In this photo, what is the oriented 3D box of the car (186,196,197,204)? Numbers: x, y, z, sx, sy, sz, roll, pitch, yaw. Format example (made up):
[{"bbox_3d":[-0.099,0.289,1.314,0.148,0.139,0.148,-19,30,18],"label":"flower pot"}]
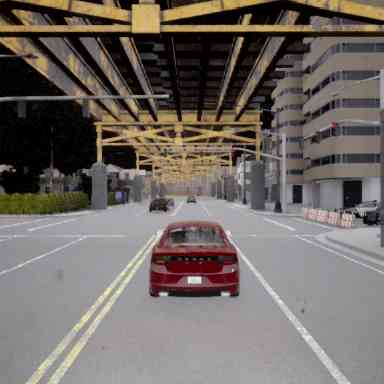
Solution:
[{"bbox_3d":[-0.129,1.466,63.273,2.033,1.411,5.357,0,0,0],"label":"car"}]

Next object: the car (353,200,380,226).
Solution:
[{"bbox_3d":[13.218,1.397,21.292,4.974,1.542,2.038,0,0,-20],"label":"car"}]

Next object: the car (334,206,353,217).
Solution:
[{"bbox_3d":[13.583,1.233,25.430,4.536,1.218,1.853,0,0,25],"label":"car"}]

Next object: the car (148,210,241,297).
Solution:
[{"bbox_3d":[0.055,1.468,8.598,1.882,1.535,5.008,0,0,0],"label":"car"}]

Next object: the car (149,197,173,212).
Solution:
[{"bbox_3d":[-3.658,1.437,37.817,1.882,1.535,5.008,0,0,1],"label":"car"}]
